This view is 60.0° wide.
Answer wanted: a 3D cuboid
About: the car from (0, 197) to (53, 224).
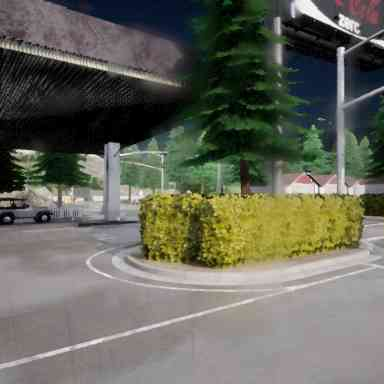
[{"bbox_3d":[-11.992,1.314,23.465,3.866,1.878,1.905,0,0,-36],"label":"car"}]
